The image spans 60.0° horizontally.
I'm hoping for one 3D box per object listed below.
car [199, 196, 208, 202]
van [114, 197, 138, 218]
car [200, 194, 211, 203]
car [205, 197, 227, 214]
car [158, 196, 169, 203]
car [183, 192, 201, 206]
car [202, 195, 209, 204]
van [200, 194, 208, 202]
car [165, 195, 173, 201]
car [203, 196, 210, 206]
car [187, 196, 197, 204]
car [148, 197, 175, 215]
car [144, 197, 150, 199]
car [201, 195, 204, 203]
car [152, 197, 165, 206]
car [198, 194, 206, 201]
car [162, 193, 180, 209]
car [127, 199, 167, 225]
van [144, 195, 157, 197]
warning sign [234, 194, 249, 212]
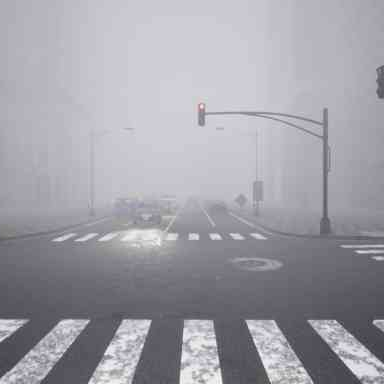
[{"bbox_3d":[2.715,1.592,79.635,2.008,1.369,4.403,0,0,0],"label":"car"},{"bbox_3d":[-5.799,1.347,29.919,1.690,1.788,3.998,0,0,0],"label":"van"},{"bbox_3d":[2.723,1.347,68.584,2.192,1.841,5.009,0,0,0],"label":"car"},{"bbox_3d":[2.754,1.553,35.432,1.887,1.381,4.507,0,0,0],"label":"car"},{"bbox_3d":[-5.818,1.583,68.594,2.008,1.369,4.403,0,0,0],"label":"car"},{"bbox_3d":[0.023,1.375,55.466,2.097,1.767,4.553,0,0,0],"label":"car"},{"bbox_3d":[2.744,1.561,46.482,1.887,1.381,4.507,0,0,0],"label":"car"},{"bbox_3d":[2.719,1.378,74.110,1.690,1.788,3.998,0,0,0],"label":"van"},{"bbox_3d":[-5.826,1.571,84.999,1.752,1.417,4.829,0,0,0],"label":"car"},{"bbox_3d":[2.749,1.557,40.957,1.887,1.381,4.507,0,0,0],"label":"car"},{"bbox_3d":[-0.043,1.556,65.144,1.812,1.442,4.674,0,0,0],"label":"car"},{"bbox_3d":[-3.114,1.534,34.473,1.812,1.442,4.674,0,0,0],"label":"car"},{"bbox_3d":[-5.801,1.553,35.444,1.887,1.381,4.507,0,0,0],"label":"car"},{"bbox_3d":[2.739,1.545,52.178,1.752,1.417,4.829,0,0,0],"label":"car"},{"bbox_3d":[-5.812,1.606,57.544,1.802,1.307,4.206,0,0,0],"label":"car"},{"bbox_3d":[2.704,1.490,90.687,1.967,1.590,4.097,0,0,0],"label":"car"},{"bbox_3d":[-3.121,1.235,45.107,2.150,2.045,5.566,0,0,0],"label":"car"},{"bbox_3d":[-3.163,1.495,24.452,2.128,1.511,4.902,0,0,-3],"label":"car"},{"bbox_3d":[-5.808,1.357,46.494,1.690,1.788,3.998,0,0,0],"label":"van"},{"bbox_3d":[5.049,1.123,34.048,1.300,1.860,1.060,0,0,0],"label":"warning sign"}]
